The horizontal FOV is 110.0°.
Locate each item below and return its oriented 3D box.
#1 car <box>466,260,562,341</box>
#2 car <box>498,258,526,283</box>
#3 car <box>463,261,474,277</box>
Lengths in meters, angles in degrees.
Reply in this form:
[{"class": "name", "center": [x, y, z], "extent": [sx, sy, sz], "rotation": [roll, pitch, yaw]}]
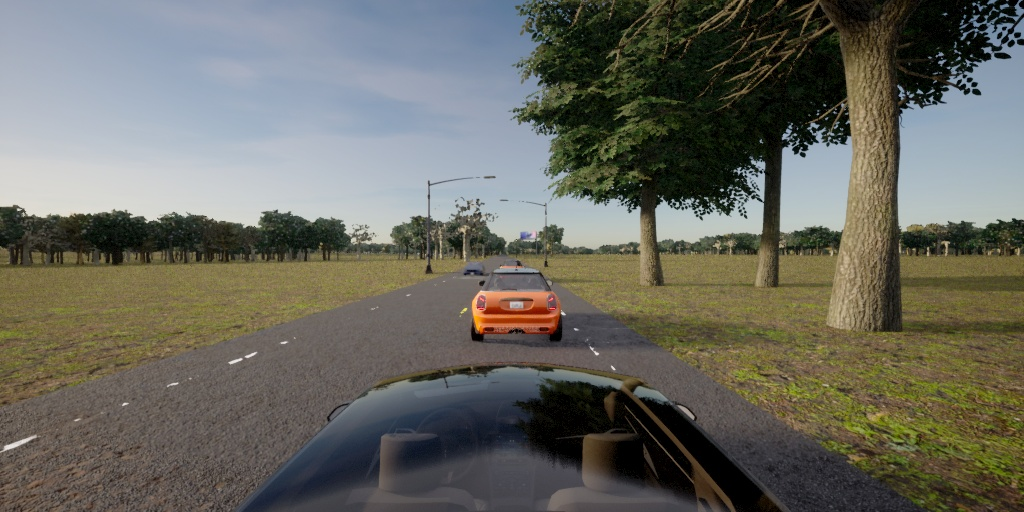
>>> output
[{"class": "car", "center": [0.105, 1.098, 10.016], "extent": [2.097, 1.767, 4.553], "rotation": [0, 0, 0]}, {"class": "car", "center": [0.060, 1.078, 28.858], "extent": [2.097, 1.767, 4.553], "rotation": [0, 0, 1]}, {"class": "car", "center": [-3.668, 1.248, 35.556], "extent": [2.033, 1.411, 5.357], "rotation": [0, 0, 0]}]
